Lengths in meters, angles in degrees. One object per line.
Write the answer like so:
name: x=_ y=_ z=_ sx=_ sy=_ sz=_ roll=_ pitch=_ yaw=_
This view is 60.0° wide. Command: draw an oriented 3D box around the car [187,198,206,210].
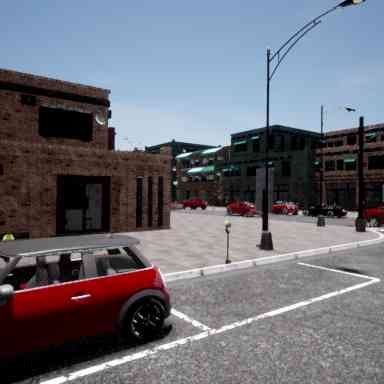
car: x=0.277 y=1.773 z=50.893 sx=2.192 sy=1.841 sz=5.009 roll=0 pitch=-1 yaw=-35

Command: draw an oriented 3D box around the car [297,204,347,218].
car: x=12.938 y=1.812 z=32.664 sx=1.947 sy=1.339 sz=4.313 roll=0 pitch=-1 yaw=-35

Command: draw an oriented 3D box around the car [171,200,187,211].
car: x=-3.096 y=1.869 z=45.622 sx=1.812 sy=1.442 sz=4.674 roll=1 pitch=-1 yaw=-35

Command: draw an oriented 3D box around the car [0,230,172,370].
car: x=-2.409 y=1.440 z=4.826 sx=4.097 sy=1.590 sz=1.967 roll=0 pitch=1 yaw=-36

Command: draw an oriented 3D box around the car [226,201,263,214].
car: x=6.510 y=1.879 z=41.917 sx=1.752 sy=1.417 sz=4.829 roll=0 pitch=-1 yaw=-35

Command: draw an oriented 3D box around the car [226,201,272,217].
car: x=5.387 y=1.727 z=33.393 sx=1.812 sy=1.442 sz=4.674 roll=1 pitch=-1 yaw=-35

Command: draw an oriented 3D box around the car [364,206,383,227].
car: x=13.288 y=1.516 z=20.696 sx=1.882 sy=1.535 sz=5.008 roll=1 pitch=-1 yaw=-22

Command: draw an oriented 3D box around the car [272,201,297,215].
car: x=9.773 y=1.739 z=37.222 sx=1.967 sy=1.590 sz=4.097 roll=0 pitch=-1 yaw=-35
